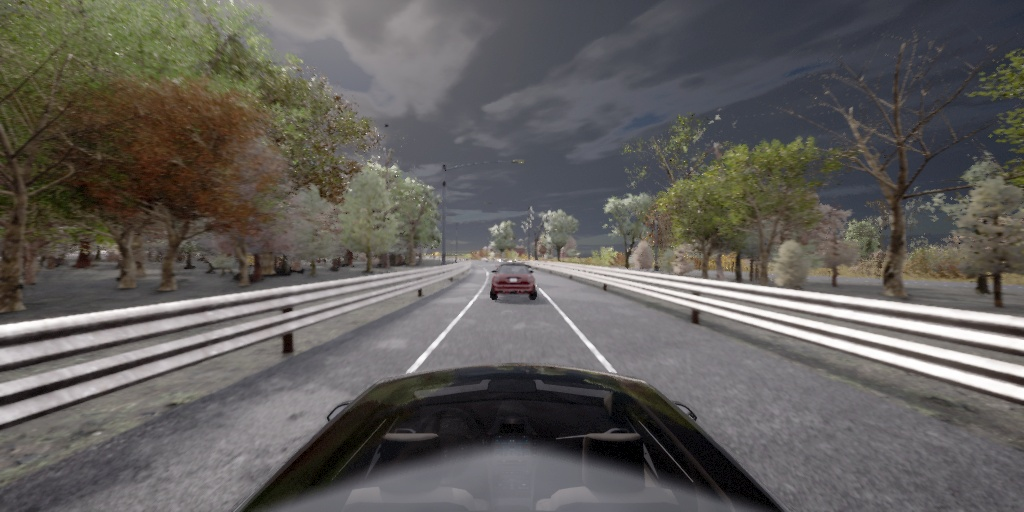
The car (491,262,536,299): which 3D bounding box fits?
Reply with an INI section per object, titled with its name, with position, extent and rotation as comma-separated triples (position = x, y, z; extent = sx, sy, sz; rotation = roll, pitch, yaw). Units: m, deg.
[car]
position = 0.035, 1.126, 18.473
extent = 2.097, 1.767, 4.553
rotation = 0, 0, -1
